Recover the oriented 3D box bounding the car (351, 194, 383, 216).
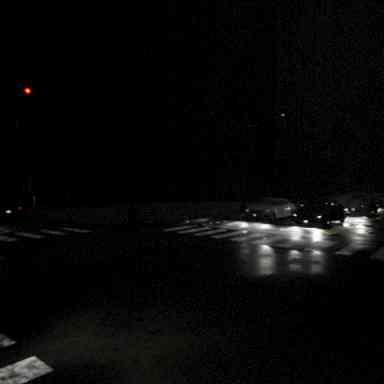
[{"bbox_3d":[14.056,1.053,27.577,2.128,1.511,4.902,2,2,40],"label":"car"}]

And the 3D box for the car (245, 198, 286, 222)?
[{"bbox_3d":[5.338,1.111,22.194,1.812,1.442,4.674,2,2,40],"label":"car"}]

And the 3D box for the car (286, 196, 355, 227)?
[{"bbox_3d":[7.961,1.199,20.269,2.033,1.411,5.357,2,2,40],"label":"car"}]

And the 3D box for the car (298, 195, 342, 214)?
[{"bbox_3d":[11.447,1.042,29.524,2.033,1.411,5.357,2,2,40],"label":"car"}]

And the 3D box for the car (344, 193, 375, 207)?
[{"bbox_3d":[20.257,0.911,40.087,2.033,1.411,5.357,2,2,40],"label":"car"}]

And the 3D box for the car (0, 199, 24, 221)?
[{"bbox_3d":[-12.616,1.140,21.466,4.181,1.385,1.994,1,1,41],"label":"car"}]
